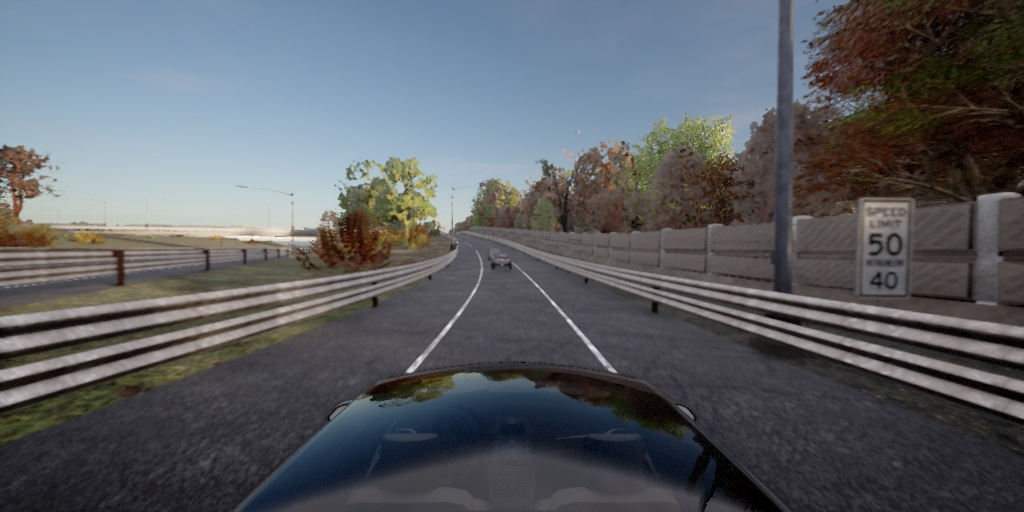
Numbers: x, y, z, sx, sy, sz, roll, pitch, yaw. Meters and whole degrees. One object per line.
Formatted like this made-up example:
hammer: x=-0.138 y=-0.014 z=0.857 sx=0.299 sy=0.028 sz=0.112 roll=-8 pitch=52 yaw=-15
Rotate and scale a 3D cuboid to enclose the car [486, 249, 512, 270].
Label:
car: x=-1.063 y=0.409 z=33.877 sx=2.128 sy=1.511 sz=4.902 roll=0 pitch=3 yaw=-5
